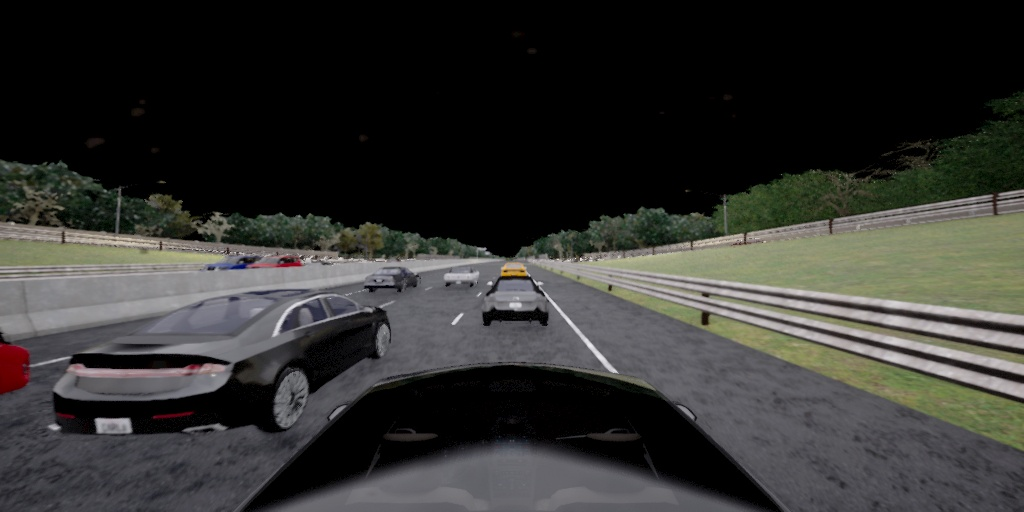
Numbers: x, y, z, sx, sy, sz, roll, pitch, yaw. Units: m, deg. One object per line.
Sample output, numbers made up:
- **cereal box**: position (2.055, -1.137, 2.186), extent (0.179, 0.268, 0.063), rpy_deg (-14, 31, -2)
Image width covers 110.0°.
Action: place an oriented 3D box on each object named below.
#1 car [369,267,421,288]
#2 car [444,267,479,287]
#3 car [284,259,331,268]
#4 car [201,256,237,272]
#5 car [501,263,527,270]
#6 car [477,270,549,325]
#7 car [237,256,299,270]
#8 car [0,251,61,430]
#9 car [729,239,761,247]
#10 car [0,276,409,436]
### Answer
- **car**: position (-6.886, 1.331, 21.108), extent (2.033, 1.411, 5.357), rpy_deg (0, 0, 0)
- **car**: position (-3.366, 1.392, 24.843), extent (1.895, 1.301, 4.718), rpy_deg (0, 0, 0)
- **car**: position (-17.535, 1.280, 31.955), extent (1.882, 1.535, 5.008), rpy_deg (0, 0, 0)
- **car**: position (-24.536, 1.023, 31.940), extent (2.150, 2.045, 5.566), rpy_deg (0, 0, 0)
- **car**: position (0.146, 1.275, 28.209), extent (1.882, 1.535, 5.008), rpy_deg (0, 0, 0)
- **car**: position (0.105, 1.332, 11.902), extent (1.994, 1.385, 4.181), rpy_deg (0, 0, 0)
- **car**: position (-21.036, 1.023, 31.934), extent (2.150, 2.045, 5.566), rpy_deg (0, 0, 0)
- **car**: position (-6.940, 0.974, 1.864), extent (2.150, 2.045, 5.566), rpy_deg (0, 0, 0)
- **car**: position (32.916, -1.692, 50.775), extent (1.812, 1.442, 4.674), rpy_deg (0, -4, -8)
- **car**: position (-3.419, 1.249, 5.514), extent (2.128, 1.511, 4.902), rpy_deg (0, 0, 0)
